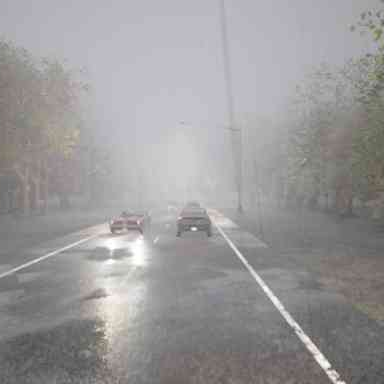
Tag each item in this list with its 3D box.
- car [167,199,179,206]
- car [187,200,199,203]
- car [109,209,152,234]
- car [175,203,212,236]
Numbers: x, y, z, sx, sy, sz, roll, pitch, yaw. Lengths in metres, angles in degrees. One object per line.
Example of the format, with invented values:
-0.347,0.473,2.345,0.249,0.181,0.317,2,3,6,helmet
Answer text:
-3.500,1.909,61.965,1.994,1.385,4.181,0,0,0,car
0.108,1.751,42.351,1.837,1.490,4.892,0,0,0,car
-3.592,1.718,20.060,1.895,1.301,4.718,0,0,0,car
0.103,1.618,19.256,1.837,1.490,4.892,0,0,0,car
